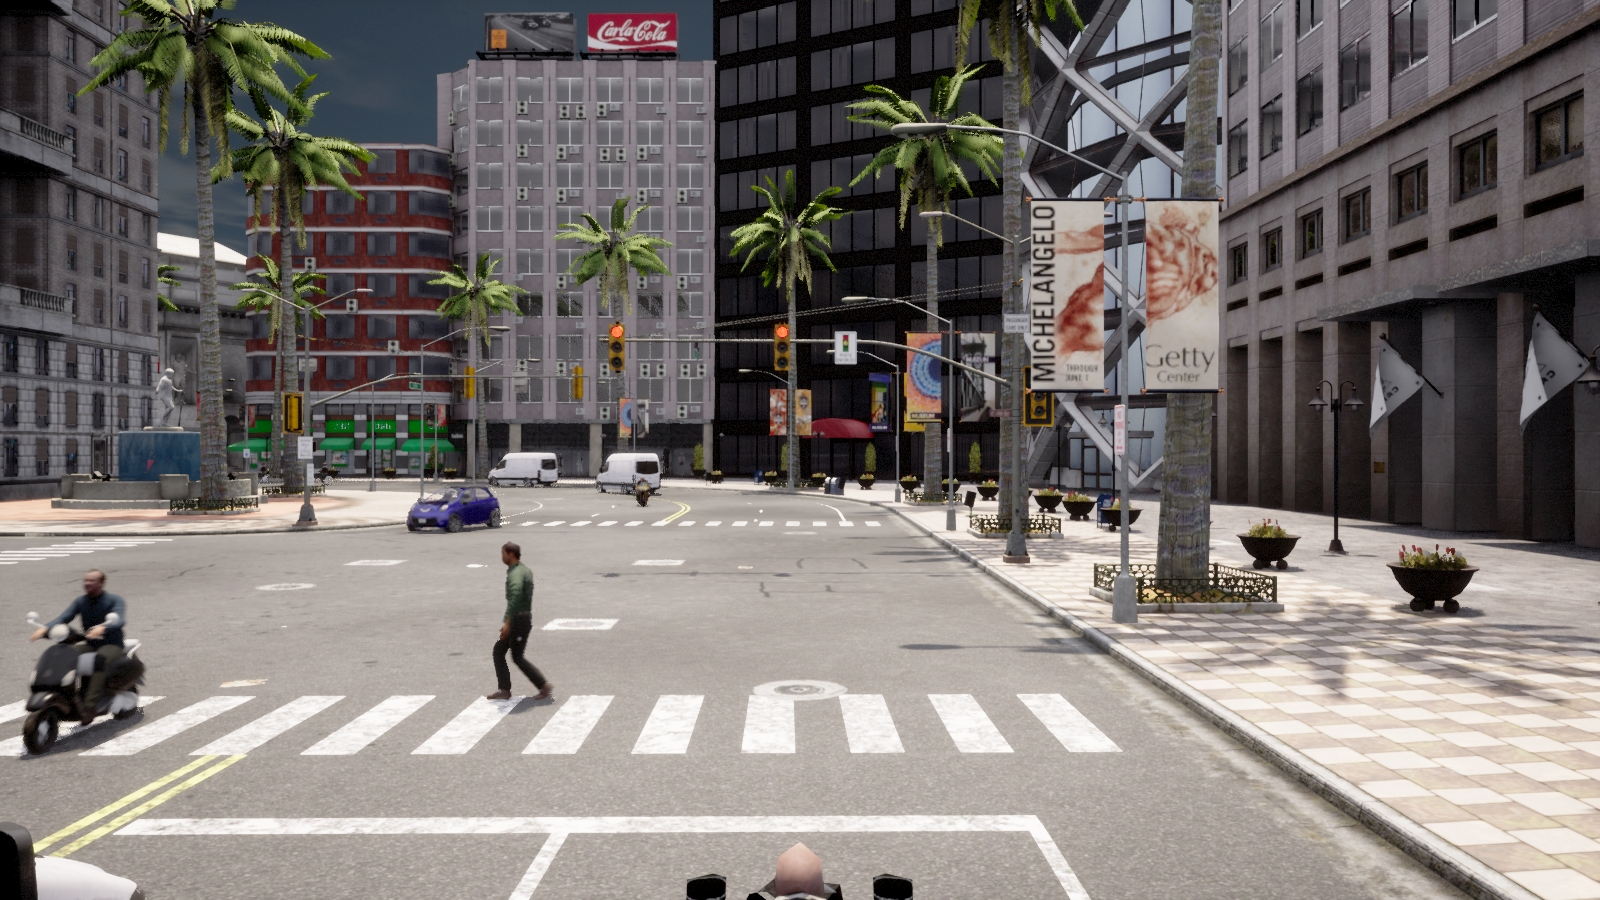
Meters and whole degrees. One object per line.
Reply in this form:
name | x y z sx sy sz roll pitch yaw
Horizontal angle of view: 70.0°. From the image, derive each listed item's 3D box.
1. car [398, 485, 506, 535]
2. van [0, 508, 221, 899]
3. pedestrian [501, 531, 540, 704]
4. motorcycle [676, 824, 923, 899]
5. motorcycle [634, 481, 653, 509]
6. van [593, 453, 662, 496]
car | -11.987 2.021 39.606 1.845 1.501 3.633 0 0 17
van | -3.507 1.533 1.998 1.988 2.561 5.915 0 0 0
pedestrian | -3.094 1.844 12.656 0.375 1.860 0.375 0 0 -5
motorcycle | -0.001 2.203 3.717 0.867 1.251 2.209 0 0 0
motorcycle | -7.665 2.183 55.832 0.867 1.251 2.209 -1 0 -9
van | -11.016 1.506 72.576 1.988 2.561 5.915 0 0 -35
